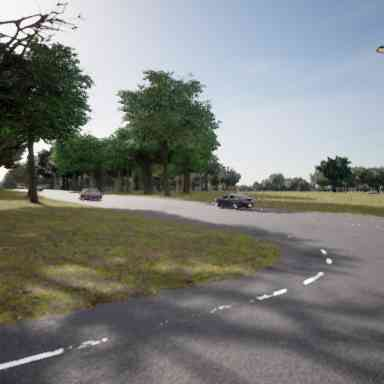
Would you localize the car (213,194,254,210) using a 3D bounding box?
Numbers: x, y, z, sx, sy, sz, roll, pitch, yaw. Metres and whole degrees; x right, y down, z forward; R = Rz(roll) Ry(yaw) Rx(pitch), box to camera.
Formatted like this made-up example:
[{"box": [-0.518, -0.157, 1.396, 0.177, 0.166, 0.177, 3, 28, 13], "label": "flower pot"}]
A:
[{"box": [4.071, 0.938, 33.298, 1.837, 1.490, 4.892, -1, 2, -35], "label": "car"}]

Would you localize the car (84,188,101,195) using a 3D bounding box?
[{"box": [-20.299, -0.106, 67.771, 1.994, 1.385, 4.181, -1, 2, -35], "label": "car"}]

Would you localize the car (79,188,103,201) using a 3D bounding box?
[{"box": [-14.392, 0.311, 47.288, 2.097, 1.767, 4.553, -1, 2, -35], "label": "car"}]
